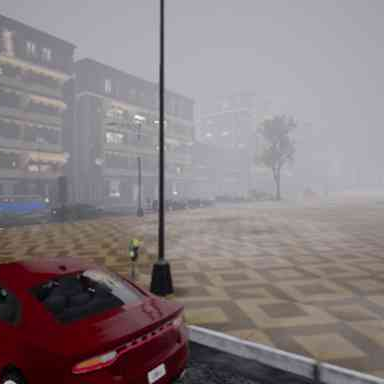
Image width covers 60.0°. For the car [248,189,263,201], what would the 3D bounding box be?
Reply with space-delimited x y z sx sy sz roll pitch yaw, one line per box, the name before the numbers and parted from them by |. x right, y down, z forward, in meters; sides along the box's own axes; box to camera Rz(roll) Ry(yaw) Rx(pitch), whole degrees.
car | 11.454 0.462 58.317 2.150 2.045 5.566 0 1 35

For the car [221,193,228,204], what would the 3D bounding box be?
car | 5.239 0.902 49.327 2.128 1.511 4.902 0 1 35

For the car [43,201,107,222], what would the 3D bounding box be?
car | -8.465 1.427 25.065 1.947 1.339 4.313 1 2 35

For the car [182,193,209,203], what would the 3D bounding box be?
car | 0.602 0.941 52.694 2.008 1.369 4.403 1 2 35

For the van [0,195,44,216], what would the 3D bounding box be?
van | -15.334 1.173 29.857 1.690 1.788 3.998 1 2 35

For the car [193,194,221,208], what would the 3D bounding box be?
car | 1.098 1.146 38.763 2.008 1.369 4.403 1 2 35

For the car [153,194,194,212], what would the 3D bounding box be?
car | -2.090 1.228 34.196 1.887 1.381 4.507 1 2 35

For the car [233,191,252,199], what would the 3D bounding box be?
car | 10.068 0.657 66.253 1.752 1.417 4.829 1 2 35

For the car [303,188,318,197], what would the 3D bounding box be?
car | 27.326 0.099 76.872 2.150 2.045 5.566 0 1 35

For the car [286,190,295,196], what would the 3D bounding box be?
car | 26.103 0.242 89.225 1.887 1.381 4.507 1 2 35

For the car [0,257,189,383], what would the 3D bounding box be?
car | -2.141 1.563 4.404 4.507 1.381 1.887 0 0 36

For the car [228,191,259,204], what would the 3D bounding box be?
car | 7.473 0.970 47.896 2.008 1.369 4.403 1 2 35

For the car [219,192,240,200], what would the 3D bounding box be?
car | 6.977 0.782 61.827 1.947 1.339 4.313 1 2 35

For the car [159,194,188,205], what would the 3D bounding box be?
car | -2.585 1.044 48.128 1.947 1.339 4.313 1 2 35

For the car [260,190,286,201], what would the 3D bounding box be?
car | 13.946 0.768 57.169 1.752 1.417 4.829 1 2 35

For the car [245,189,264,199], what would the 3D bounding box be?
car | 13.355 0.357 70.954 2.192 1.841 5.009 1 2 35
